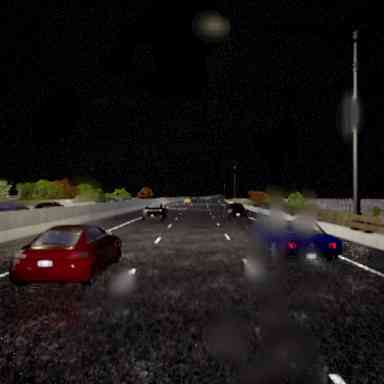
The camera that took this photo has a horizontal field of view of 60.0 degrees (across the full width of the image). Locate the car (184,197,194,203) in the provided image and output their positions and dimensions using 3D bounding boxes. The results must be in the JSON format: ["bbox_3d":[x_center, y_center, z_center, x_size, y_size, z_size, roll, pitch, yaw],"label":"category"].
[{"bbox_3d":[-1.108,2.170,89.122,1.801,1.575,5.366,0,-1,3],"label":"car"}]

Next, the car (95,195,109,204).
[{"bbox_3d":[-19.400,1.745,72.965,2.150,2.045,5.566,0,-1,2],"label":"car"}]

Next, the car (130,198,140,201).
[{"bbox_3d":[-12.406,2.063,72.681,2.033,1.411,5.357,0,-1,2],"label":"car"}]

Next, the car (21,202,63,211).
[{"bbox_3d":[-13.766,1.709,31.587,1.837,1.490,4.892,0,-1,1],"label":"car"}]

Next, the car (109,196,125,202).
[{"bbox_3d":[-15.902,2.062,72.836,2.033,1.411,5.357,0,-1,2],"label":"car"}]

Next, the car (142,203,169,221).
[{"bbox_3d":[-3.120,1.681,28.958,2.128,1.511,4.902,0,0,1],"label":"car"}]

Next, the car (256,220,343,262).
[{"bbox_3d":[3.662,1.677,12.340,1.895,1.301,4.718,0,0,0],"label":"car"}]

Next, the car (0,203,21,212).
[{"bbox_3d":[-17.277,1.748,31.324,2.033,1.411,5.357,0,0,1],"label":"car"}]

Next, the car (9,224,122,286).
[{"bbox_3d":[-3.355,1.621,9.628,1.994,1.385,4.181,0,0,0],"label":"car"}]

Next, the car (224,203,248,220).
[{"bbox_3d":[3.901,1.726,30.080,1.812,1.442,4.674,0,0,1],"label":"car"}]
